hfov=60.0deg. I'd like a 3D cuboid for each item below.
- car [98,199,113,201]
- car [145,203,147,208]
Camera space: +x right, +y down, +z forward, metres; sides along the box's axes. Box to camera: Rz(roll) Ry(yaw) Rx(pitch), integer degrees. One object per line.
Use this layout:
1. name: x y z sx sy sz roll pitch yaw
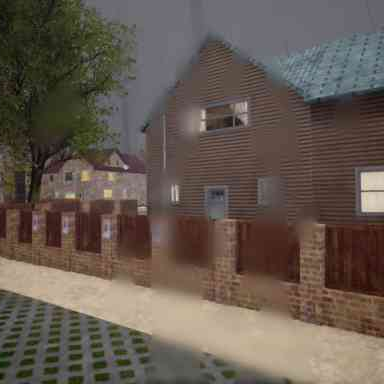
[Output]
1. car: -8.247 1.419 29.941 1.837 1.490 4.892 -1 0 29
2. car: -3.354 1.453 38.646 1.895 1.301 4.718 -1 0 29
